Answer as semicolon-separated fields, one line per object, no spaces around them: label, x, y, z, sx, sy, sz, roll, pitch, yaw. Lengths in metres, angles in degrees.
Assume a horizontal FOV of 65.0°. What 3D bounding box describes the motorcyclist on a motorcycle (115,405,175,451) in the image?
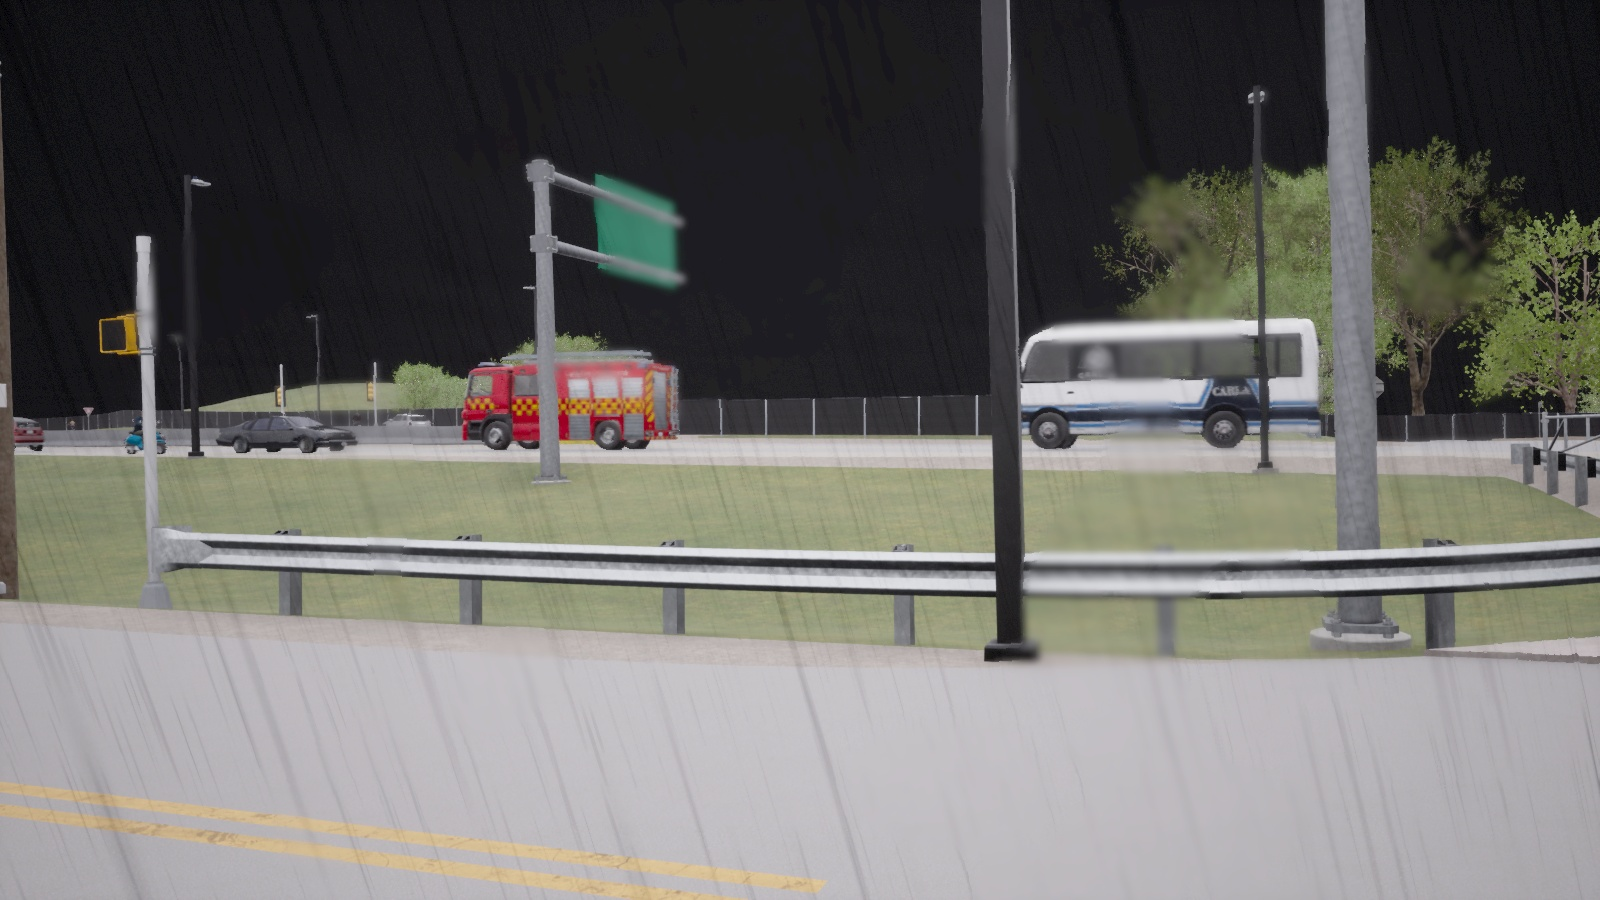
motorcyclist on a motorcycle;-23.089;-0.784;44.287;1.817;1.590;0.866;0;1;19

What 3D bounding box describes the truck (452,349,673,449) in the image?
truck;-9.580;-1.983;50.647;8.468;3.827;2.891;0;1;19

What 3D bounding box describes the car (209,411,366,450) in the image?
car;-18.993;-0.719;46.558;5.357;1.411;2.033;0;1;19

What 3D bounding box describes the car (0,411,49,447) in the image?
car;-35.778;-0.954;56.172;3.705;1.549;1.789;0;1;19

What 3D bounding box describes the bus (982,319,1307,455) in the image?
bus;11.700;-2.054;42.909;10.273;4.253;3.944;0;1;20

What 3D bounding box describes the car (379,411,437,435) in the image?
car;-24.767;-1.702;79.289;1.970;1.475;3.806;-2;2;-44
